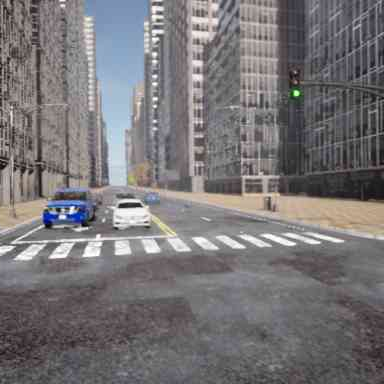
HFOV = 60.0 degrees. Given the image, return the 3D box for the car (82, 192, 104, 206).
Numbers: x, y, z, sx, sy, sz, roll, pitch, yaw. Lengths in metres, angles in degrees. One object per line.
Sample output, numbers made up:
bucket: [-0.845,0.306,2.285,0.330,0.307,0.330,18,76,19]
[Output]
car: [-11.576,0.780,39.198,2.033,1.411,5.357,-1,1,-13]

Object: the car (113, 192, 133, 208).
car: [-7.612,0.805,36.504,2.033,1.411,5.357,-1,1,-12]

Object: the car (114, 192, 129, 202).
car: [-9.878,0.651,46.423,1.895,1.301,4.718,-1,1,-13]

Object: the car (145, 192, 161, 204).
car: [-4.854,0.704,39.831,2.033,1.411,5.357,-1,1,-13]

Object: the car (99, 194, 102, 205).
car: [-9.287,0.928,29.286,2.128,1.511,4.902,-1,1,-13]

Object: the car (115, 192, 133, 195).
car: [-5.484,0.801,27.208,2.097,1.767,4.553,-1,1,-13]

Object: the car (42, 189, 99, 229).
car: [-7.023,0.858,19.489,2.150,2.045,5.566,-1,1,-10]

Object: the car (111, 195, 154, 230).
car: [-3.466,1.152,18.530,1.812,1.442,4.674,-1,1,-14]
